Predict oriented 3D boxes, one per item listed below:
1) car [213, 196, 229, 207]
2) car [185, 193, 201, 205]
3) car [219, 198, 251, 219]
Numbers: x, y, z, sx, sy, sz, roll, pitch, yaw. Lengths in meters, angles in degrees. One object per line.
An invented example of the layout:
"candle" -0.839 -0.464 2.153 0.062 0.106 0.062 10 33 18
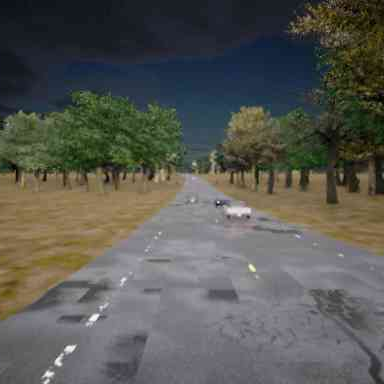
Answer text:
"car" 3.610 1.126 40.154 1.895 1.301 4.718 0 2 1
"car" 0.103 0.848 45.323 2.128 1.511 4.902 0 2 0
"car" 3.605 1.424 27.510 1.895 1.301 4.718 0 1 1
